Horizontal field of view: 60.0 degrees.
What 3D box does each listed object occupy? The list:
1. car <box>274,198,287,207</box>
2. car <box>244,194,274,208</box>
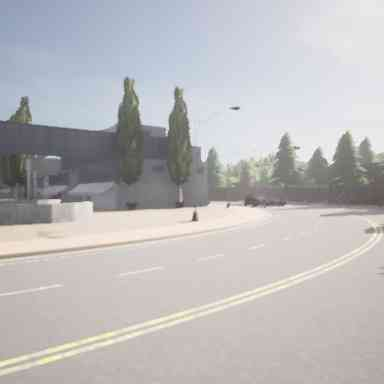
[{"bbox_3d":[12.974,1.628,52.419,1.895,1.301,4.718,0,0,-15],"label":"car"},{"bbox_3d":[9.839,1.256,50.693,2.150,2.045,5.566,0,0,-14],"label":"car"}]
